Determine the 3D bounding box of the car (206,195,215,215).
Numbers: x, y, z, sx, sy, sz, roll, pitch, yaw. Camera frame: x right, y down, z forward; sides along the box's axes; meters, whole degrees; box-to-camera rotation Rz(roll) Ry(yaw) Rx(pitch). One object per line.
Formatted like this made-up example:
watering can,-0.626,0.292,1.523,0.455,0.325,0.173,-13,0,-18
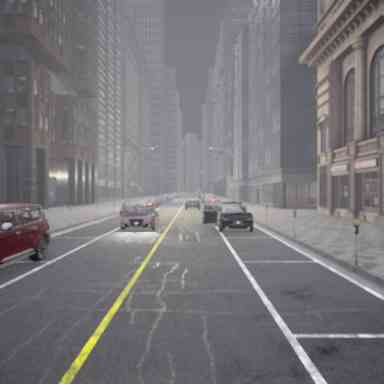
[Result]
car,2.853,1.435,37.470,1.752,1.417,4.829,0,0,0

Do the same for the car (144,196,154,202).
car,-5.673,1.437,37.142,1.752,1.417,4.829,0,0,0

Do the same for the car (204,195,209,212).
car,2.865,1.442,42.903,1.887,1.381,4.507,0,0,0

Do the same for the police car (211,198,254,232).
police car,2.414,1.376,19.887,1.930,1.638,5.238,0,0,0

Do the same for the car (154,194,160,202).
car,-5.660,1.338,42.913,1.967,1.590,4.097,0,0,0

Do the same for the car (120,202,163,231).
car,-3.052,1.514,20.255,1.994,1.385,4.181,0,0,0

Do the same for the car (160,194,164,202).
car,-5.648,1.430,48.515,1.887,1.381,4.507,0,0,0

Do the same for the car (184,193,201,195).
car,0.125,1.363,53.992,2.128,1.511,4.902,0,0,0

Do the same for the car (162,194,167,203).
car,-5.635,1.417,54.118,1.887,1.381,4.507,0,0,0

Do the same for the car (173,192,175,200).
car,-5.583,1.261,76.524,1.967,1.590,4.097,0,0,0

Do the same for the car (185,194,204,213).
car,0.125,1.393,40.984,2.128,1.511,4.902,0,0,1

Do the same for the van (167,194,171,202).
van,-5.609,1.187,65.321,1.690,1.788,3.998,0,0,0

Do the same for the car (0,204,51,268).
car,-5.736,1.292,9.302,2.192,1.841,5.009,0,0,0

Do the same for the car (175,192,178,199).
car,-5.558,1.235,87.727,1.967,1.590,4.097,0,0,0

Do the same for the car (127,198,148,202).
car,-5.686,1.506,31.710,1.802,1.307,4.206,0,0,0

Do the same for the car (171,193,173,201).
car,-5.597,1.415,70.922,1.802,1.307,4.206,0,0,0
